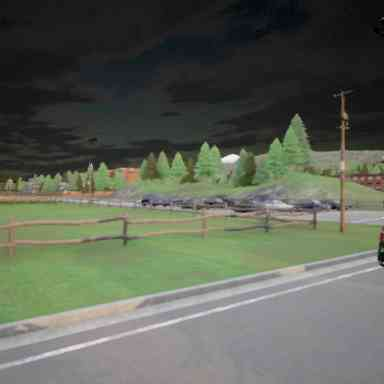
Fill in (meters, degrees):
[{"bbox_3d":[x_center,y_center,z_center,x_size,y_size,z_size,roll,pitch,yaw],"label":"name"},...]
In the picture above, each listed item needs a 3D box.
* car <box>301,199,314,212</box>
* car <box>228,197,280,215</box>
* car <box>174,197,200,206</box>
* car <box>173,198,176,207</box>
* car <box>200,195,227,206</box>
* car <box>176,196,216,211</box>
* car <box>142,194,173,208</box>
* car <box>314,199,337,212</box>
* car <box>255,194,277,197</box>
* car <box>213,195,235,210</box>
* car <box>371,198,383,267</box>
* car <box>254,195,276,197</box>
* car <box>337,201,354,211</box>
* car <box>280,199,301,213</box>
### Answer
[{"bbox_3d":[11.343,1.645,39.806,2.033,1.411,5.357,0,0,-36],"label":"car"},{"bbox_3d":[6.377,1.581,34.741,1.837,1.490,4.892,0,0,-36],"label":"car"},{"bbox_3d":[-0.876,1.575,56.574,1.882,1.535,5.008,0,0,-36],"label":"car"},{"bbox_3d":[-2.745,1.634,53.174,2.033,1.411,5.357,0,0,-36],"label":"car"},{"bbox_3d":[3.609,1.460,56.377,2.097,1.767,4.553,0,0,-36],"label":"car"},{"bbox_3d":[0.431,1.581,42.876,1.837,1.490,4.892,0,0,-36],"label":"car"},{"bbox_3d":[-5.721,1.298,51.314,2.150,2.045,5.566,0,0,-36],"label":"car"},{"bbox_3d":[14.815,1.634,40.990,1.812,1.442,4.674,0,0,-37],"label":"car"},{"bbox_3d":[11.840,1.340,51.021,2.150,2.045,5.566,0,0,-37],"label":"car"},{"bbox_3d":[3.304,1.565,44.875,1.882,1.535,5.008,0,0,-36],"label":"car"},{"bbox_3d":[7.162,1.254,8.931,5.566,2.045,2.150,0,0,-36],"label":"car"},{"bbox_3d":[9.318,1.600,48.518,2.128,1.511,4.902,0,0,-36],"label":"car"},{"bbox_3d":[17.839,1.666,42.785,2.033,1.411,5.357,0,0,-36],"label":"car"},{"bbox_3d":[9.248,1.613,36.743,1.812,1.442,4.674,0,0,-36],"label":"car"}]
